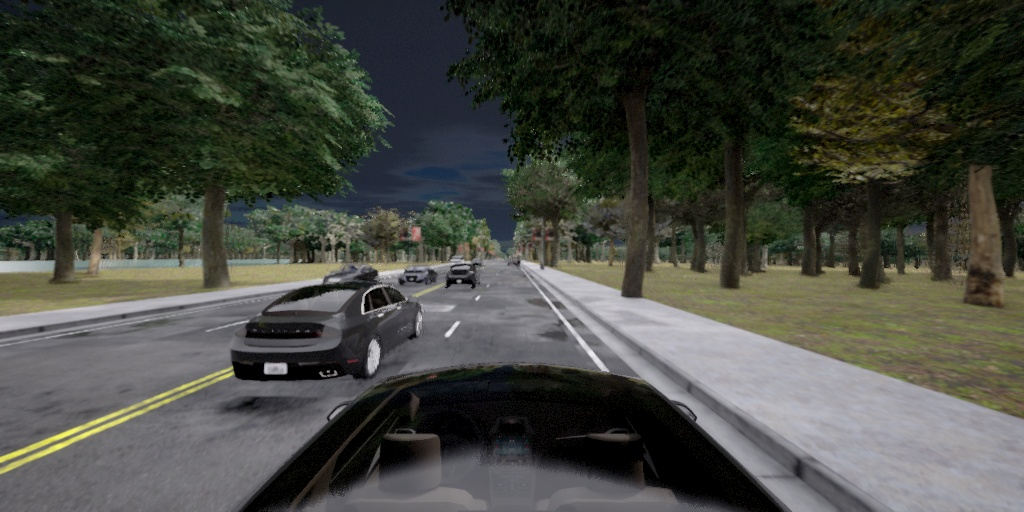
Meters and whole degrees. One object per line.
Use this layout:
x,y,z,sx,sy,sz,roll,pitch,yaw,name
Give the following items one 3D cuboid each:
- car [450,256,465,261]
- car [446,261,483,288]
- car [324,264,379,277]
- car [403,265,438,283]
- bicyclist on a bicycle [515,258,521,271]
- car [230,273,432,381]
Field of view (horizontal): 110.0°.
-9.775,1.030,64.069,2.150,2.045,5.566,0,0,1,car
-3.154,1.270,23.771,1.837,1.490,4.892,0,0,0,car
-9.848,1.255,22.263,2.128,1.511,4.902,0,0,0,car
-6.596,1.331,25.532,1.994,1.385,4.181,0,0,0,car
0.888,1.159,46.467,0.659,1.776,1.843,0,0,0,bicyclist on a bicycle
-3.152,1.257,7.204,1.837,1.490,4.892,0,0,0,car
